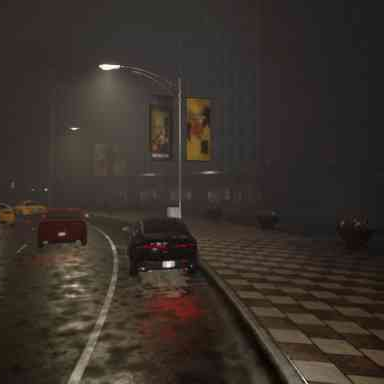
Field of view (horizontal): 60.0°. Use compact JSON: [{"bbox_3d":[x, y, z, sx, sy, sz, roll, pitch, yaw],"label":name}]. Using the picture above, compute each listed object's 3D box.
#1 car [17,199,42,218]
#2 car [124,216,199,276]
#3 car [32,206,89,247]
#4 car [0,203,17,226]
[{"bbox_3d":[-14.900,1.442,30.145,1.801,1.575,5.366,0,0,-42],"label":"car"},{"bbox_3d":[-1.084,1.502,10.435,1.837,1.490,4.892,0,0,-12],"label":"car"},{"bbox_3d":[-5.775,1.472,15.103,1.882,1.535,5.008,0,0,-18],"label":"car"},{"bbox_3d":[-13.242,1.465,22.518,1.882,1.535,5.008,0,0,-32],"label":"car"}]
